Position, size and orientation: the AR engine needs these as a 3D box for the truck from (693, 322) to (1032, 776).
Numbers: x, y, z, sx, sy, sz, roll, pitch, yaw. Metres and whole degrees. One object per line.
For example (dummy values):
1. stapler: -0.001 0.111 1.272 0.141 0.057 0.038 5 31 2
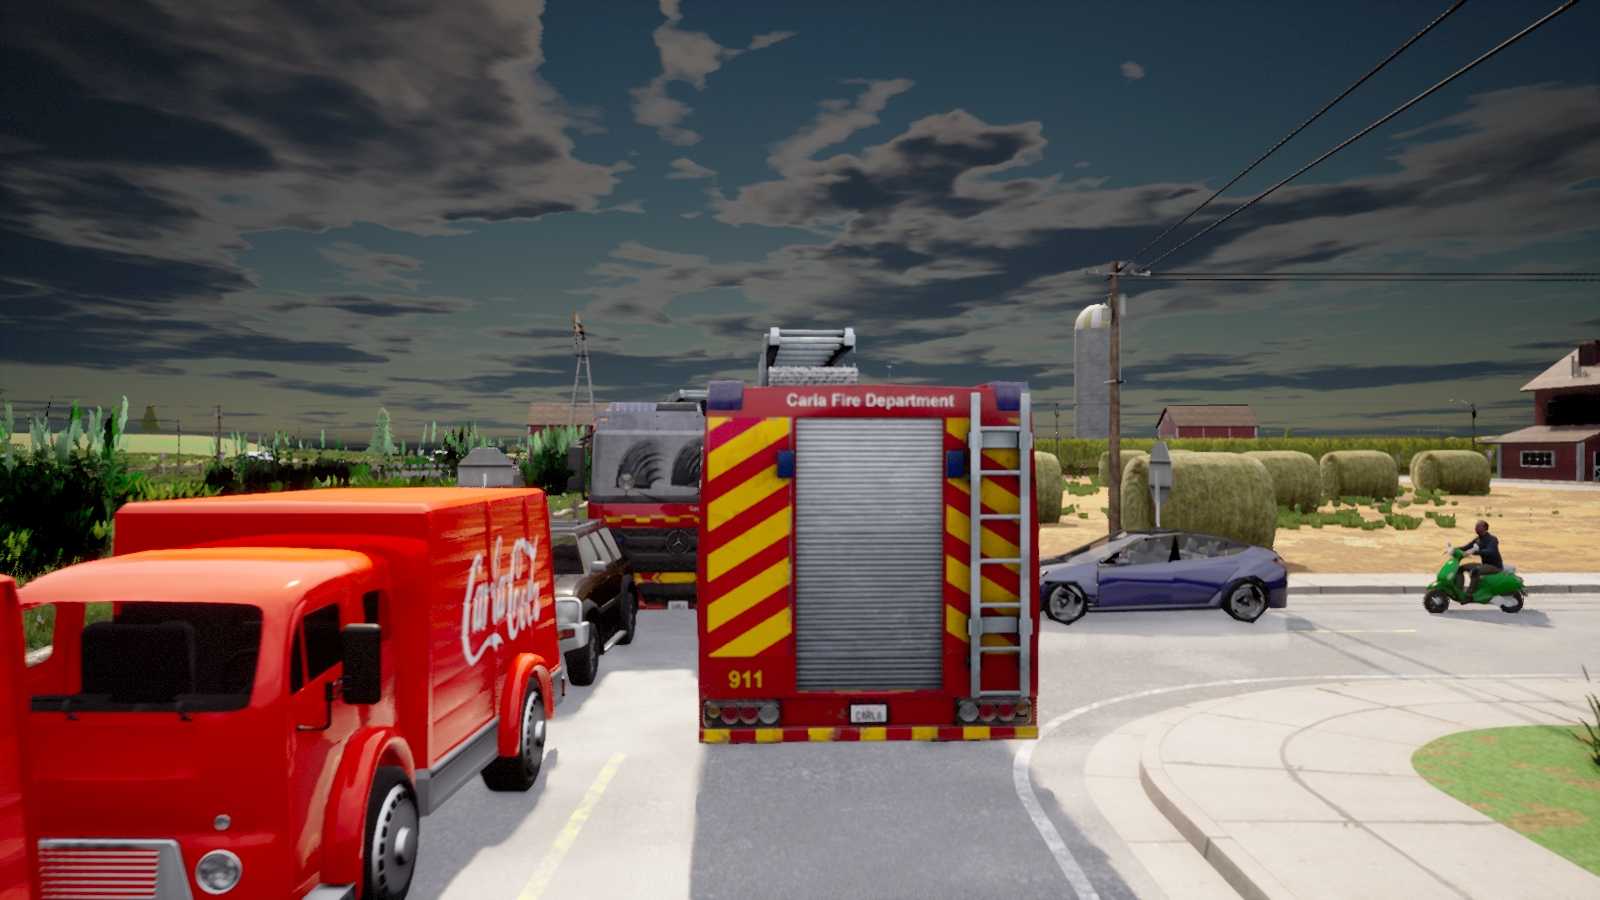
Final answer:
1. truck: 0.328 0.850 13.939 2.891 3.827 8.468 0 0 -3

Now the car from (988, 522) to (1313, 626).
1. car: 5.805 2.043 19.349 4.792 1.488 2.163 0 0 -4

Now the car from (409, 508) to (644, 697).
1. car: -3.361 1.815 15.016 1.932 1.855 4.605 0 0 1

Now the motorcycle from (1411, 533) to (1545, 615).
1. motorcycle: 11.638 2.125 19.662 1.805 1.316 0.856 0 0 -2

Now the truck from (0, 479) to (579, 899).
1. truck: -3.433 1.523 8.214 2.627 2.467 5.204 0 0 1

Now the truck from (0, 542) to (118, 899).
1. truck: -3.524 1.531 1.080 2.627 2.467 5.204 0 0 0

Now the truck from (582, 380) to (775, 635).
1. truck: -2.452 0.843 21.506 2.891 3.827 8.468 0 0 -9
